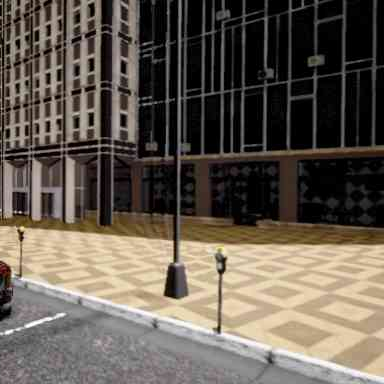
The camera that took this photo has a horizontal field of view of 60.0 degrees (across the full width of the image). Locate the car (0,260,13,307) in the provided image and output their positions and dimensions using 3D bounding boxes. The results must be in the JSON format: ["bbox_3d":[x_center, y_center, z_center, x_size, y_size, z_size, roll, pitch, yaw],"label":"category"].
[{"bbox_3d":[-5.259,1.585,6.593,4.313,1.339,1.947,0,1,35],"label":"car"}]
